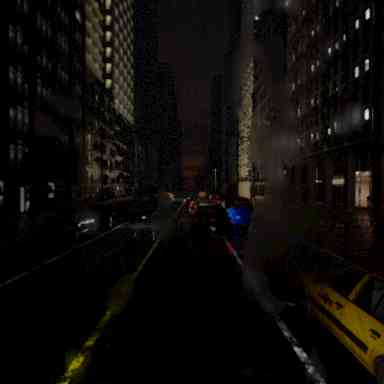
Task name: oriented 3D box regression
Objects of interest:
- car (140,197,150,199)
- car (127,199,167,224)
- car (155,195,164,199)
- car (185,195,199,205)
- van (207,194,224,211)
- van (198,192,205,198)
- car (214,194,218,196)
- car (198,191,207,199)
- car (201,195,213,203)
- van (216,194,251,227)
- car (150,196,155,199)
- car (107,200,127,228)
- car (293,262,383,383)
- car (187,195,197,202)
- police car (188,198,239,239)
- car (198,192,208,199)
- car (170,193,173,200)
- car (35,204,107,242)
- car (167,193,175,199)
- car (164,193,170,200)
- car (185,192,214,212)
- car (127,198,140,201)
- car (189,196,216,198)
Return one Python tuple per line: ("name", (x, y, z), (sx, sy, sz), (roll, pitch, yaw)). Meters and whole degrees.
("car", (-5.694, 1.360, 32.602), (2.008, 1.369, 4.403), (-1, 0, 0))
("car", (-3.096, 1.427, 23.281), (1.994, 1.385, 4.181), (0, 0, 0))
("car", (-5.691, 1.261, 49.653), (2.008, 1.369, 4.403), (-1, 0, 0))
("car", (0.007, 1.184, 52.590), (2.128, 1.511, 4.902), (0, 0, 0))
("van", (2.686, 1.117, 38.283), (1.690, 1.788, 3.998), (-1, 0, 0))
("van", (2.696, 0.782, 95.119), (1.690, 1.788, 3.998), (-1, 0, 0))
("car", (2.685, 1.124, 32.599), (2.192, 1.841, 5.009), (-1, 0, 0))
("car", (2.694, 0.790, 89.436), (2.192, 1.841, 5.009), (-1, 0, 0))
("car", (2.692, 1.194, 61.018), (2.008, 1.369, 4.403), (-1, 0, 0))
("van", (2.684, 1.217, 21.232), (1.690, 1.788, 3.998), (-1, 0, 0))
("car", (-5.692, 1.358, 38.286), (1.802, 1.307, 4.206), (-1, 0, 0))
("car", (-5.695, 1.441, 21.235), (1.947, 1.339, 4.313), (-1, 0, 0))
("car", (2.683, 1.499, 4.353), (1.752, 1.417, 4.829), (-1, 0, 0))
("car", (0.010, 1.210, 67.620), (1.895, 1.301, 4.718), (0, 0, 0))
("police car", (0.901, 1.327, 16.689), (1.930, 1.638, 5.238), (0, 0, 0))
("car", (2.693, 0.824, 83.751), (2.192, 1.841, 5.009), (-1, 0, 0))
("car", (-5.686, 1.158, 72.387), (1.802, 1.307, 4.206), (-1, 0, 0))
("car", (-5.696, 1.459, 15.551), (2.008, 1.369, 4.403), (-1, 0, 0))
("car", (-5.684, 1.002, 89.268), (1.752, 1.417, 4.829), (-1, 0, 0))
("car", (-5.688, 1.194, 61.020), (2.008, 1.369, 4.403), (-1, 0, 0))
("car", (0.544, 1.161, 32.455), (2.097, 1.767, 4.553), (0, 0, -6))
("car", (-5.694, 1.387, 26.919), (1.887, 1.381, 4.507), (-1, 0, 0))
("car", (0.904, 1.322, 26.580), (1.882, 1.535, 5.008), (0, 0, 0))
